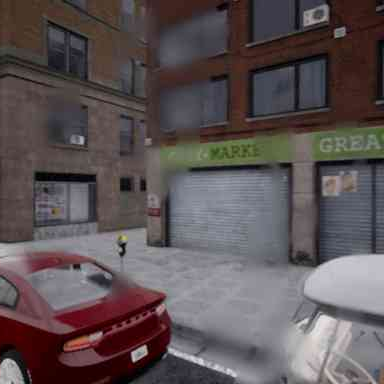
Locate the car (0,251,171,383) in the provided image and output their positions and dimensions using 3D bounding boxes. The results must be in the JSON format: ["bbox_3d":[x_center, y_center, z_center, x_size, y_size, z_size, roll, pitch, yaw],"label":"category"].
[{"bbox_3d":[-2.363,1.543,4.757,4.507,1.381,1.887,0,0,35],"label":"car"}]

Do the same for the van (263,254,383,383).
[{"bbox_3d":[2.249,1.341,1.474,3.998,1.788,1.690,0,0,35],"label":"van"}]
